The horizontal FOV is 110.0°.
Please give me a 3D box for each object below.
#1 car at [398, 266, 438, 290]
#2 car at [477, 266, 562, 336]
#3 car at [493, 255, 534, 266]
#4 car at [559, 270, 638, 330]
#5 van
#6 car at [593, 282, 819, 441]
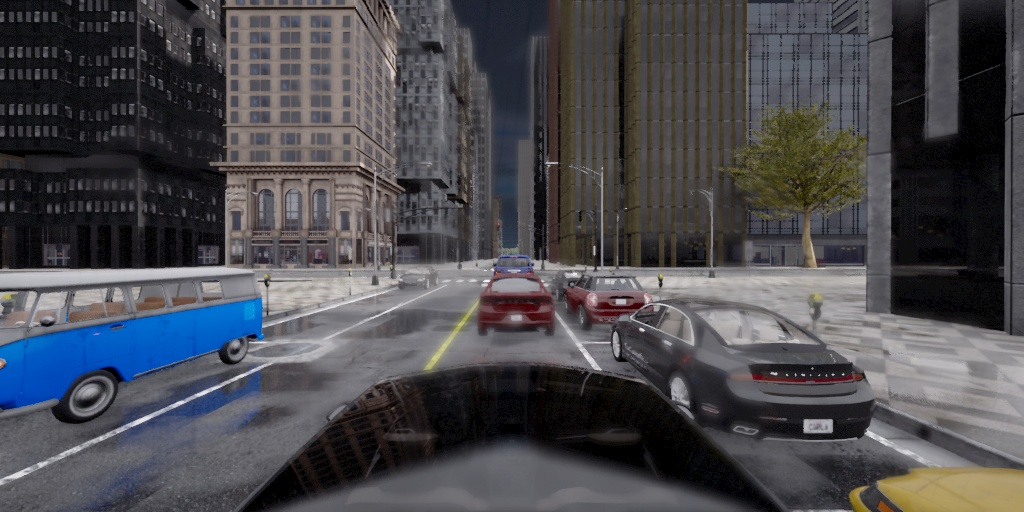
[{"bbox_3d":[-5.734,1.296,22.354,2.007,1.370,4.403,0,0,0],"label":"car"},{"bbox_3d":[0.105,1.226,10.447,1.882,1.535,5.008,0,0,0],"label":"car"},{"bbox_3d":[0.102,0.967,20.331,2.150,2.045,5.566,0,0,0],"label":"car"},{"bbox_3d":[2.777,1.188,11.062,1.967,1.591,4.097,0,0,0],"label":"car"},{"bbox_3d":[-5.756,1.090,5.431,1.690,1.789,3.998,0,0,0],"label":"van"},{"bbox_3d":[2.769,1.300,5.421,2.007,1.370,4.403,0,0,0],"label":"car"}]
